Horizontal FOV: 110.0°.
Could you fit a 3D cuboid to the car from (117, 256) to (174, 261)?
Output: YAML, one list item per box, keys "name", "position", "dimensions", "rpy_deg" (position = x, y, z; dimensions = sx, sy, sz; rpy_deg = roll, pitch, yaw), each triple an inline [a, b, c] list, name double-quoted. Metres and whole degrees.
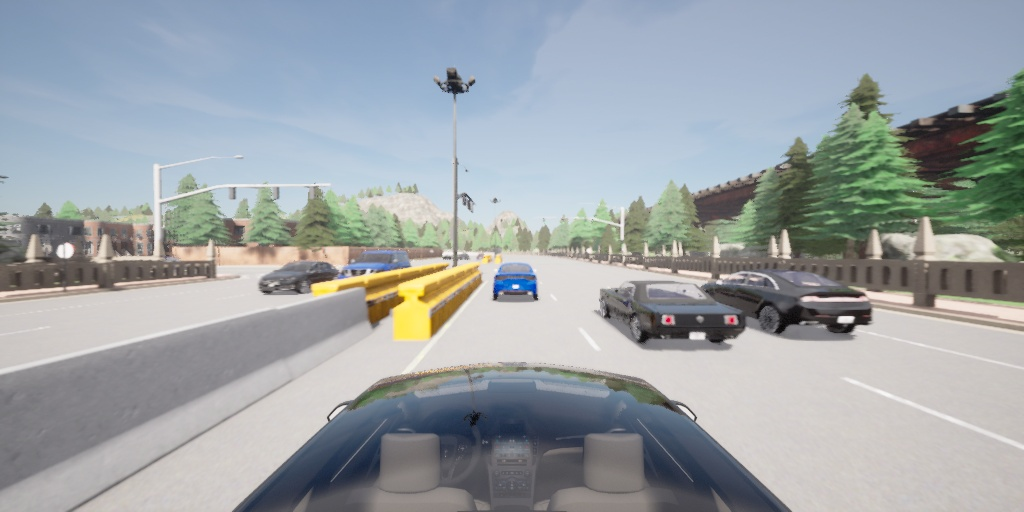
- name: "car"
  position: [-33.584, 0.787, 31.757]
  dimensions: [5.008, 1.535, 1.882]
  rpy_deg: [0, 1, 0]

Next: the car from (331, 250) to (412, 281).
- name: "car"
  position: [-6.967, 0.716, 18.998]
  dimensions: [2.150, 2.045, 5.566]
  rpy_deg: [0, 1, 1]

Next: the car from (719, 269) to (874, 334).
- name: "car"
  position: [7.125, 1.114, 10.062]
  dimensions: [2.128, 1.511, 4.902]
  rpy_deg: [0, 1, 0]

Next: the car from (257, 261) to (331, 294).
- name: "car"
  position: [-10.483, 1.013, 18.080]
  dimensions: [1.837, 1.490, 4.892]
  rpy_deg: [0, 0, 1]

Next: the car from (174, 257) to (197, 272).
- name: "car"
  position: [-33.752, 0.784, 35.265]
  dimensions: [4.674, 1.442, 1.812]
  rpy_deg: [0, 1, 0]

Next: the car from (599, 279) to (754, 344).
- name: "car"
  position: [3.620, 1.236, 9.194]
  dimensions: [1.895, 1.301, 4.718]
  rpy_deg: [0, 1, 0]

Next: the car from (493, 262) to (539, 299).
- name: "car"
  position: [0.154, 1.008, 16.436]
  dimensions: [1.882, 1.535, 5.008]
  rpy_deg: [0, 1, 0]
